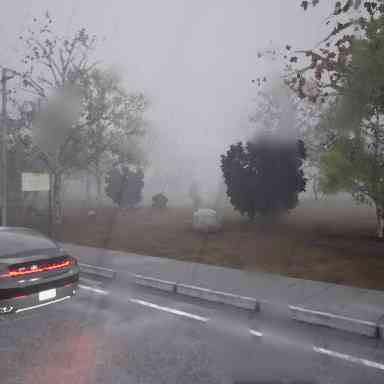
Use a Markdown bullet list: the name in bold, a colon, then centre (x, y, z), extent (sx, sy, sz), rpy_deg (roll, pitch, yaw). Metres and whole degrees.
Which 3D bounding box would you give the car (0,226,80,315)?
- **car**: centre (-4.402, 1.505, 7.135), extent (4.892, 1.490, 1.837), rpy_deg (0, 0, 37)
